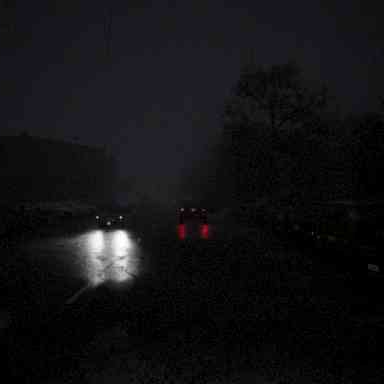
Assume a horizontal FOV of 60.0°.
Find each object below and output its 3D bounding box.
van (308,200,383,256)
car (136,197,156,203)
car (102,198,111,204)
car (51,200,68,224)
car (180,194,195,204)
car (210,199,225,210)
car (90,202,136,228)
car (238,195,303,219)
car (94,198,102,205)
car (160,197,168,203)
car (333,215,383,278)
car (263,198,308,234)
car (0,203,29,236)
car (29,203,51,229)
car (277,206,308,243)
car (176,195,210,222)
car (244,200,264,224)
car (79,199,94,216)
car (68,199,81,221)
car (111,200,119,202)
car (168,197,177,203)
[{"bbox_3d":[6.508,1.264,11.389,4.442,1.987,1.878,1,0,-20],"label":"van"},{"bbox_3d":[-12.762,2.248,91.887,2.033,1.411,5.357,-1,-1,-35],"label":"car"},{"bbox_3d":[-11.419,1.529,34.841,4.892,1.521,2.231,-1,0,-20],"label":"car"},{"bbox_3d":[-11.423,1.508,23.109,4.892,1.521,2.231,-1,0,-20],"label":"car"},{"bbox_3d":[-1.006,1.505,70.429,2.435,2.045,5.566,0,-1,-7],"label":"car"},{"bbox_3d":[2.552,1.592,42.970,1.994,1.385,4.181,0,1,34],"label":"car"},{"bbox_3d":[-5.087,1.620,22.578,1.895,1.301,4.718,0,0,0],"label":"car"},{"bbox_3d":[6.380,1.260,26.052,5.566,2.045,2.435,1,0,-20],"label":"car"},{"bbox_3d":[-11.414,1.562,31.908,4.674,1.452,2.002,-1,0,-20],"label":"car"},{"bbox_3d":[-5.664,2.032,86.887,2.097,1.535,5.008,-1,-1,-27],"label":"car"},{"bbox_3d":[6.391,1.486,8.400,4.892,1.521,2.231,1,0,-20],"label":"car"},{"bbox_3d":[6.374,1.370,17.222,4.553,1.767,2.185,1,0,-20],"label":"car"},{"bbox_3d":[-11.420,1.497,17.236,4.892,1.521,2.231,-1,0,-20],"label":"car"},{"bbox_3d":[-11.385,1.531,20.183,4.792,1.488,2.163,-1,0,-20],"label":"car"},{"bbox_3d":[6.427,1.522,14.299,4.792,1.488,2.163,1,0,-20],"label":"car"},{"bbox_3d":[0.092,1.379,26.815,2.097,1.767,4.553,0,0,0],"label":"car"},{"bbox_3d":[6.427,1.536,23.134,4.792,1.488,2.163,1,0,-20],"label":"car"},{"bbox_3d":[-11.584,1.516,28.904,5.366,1.575,1.946,-1,0,-20],"label":"car"},{"bbox_3d":[-11.415,1.552,26.039,4.674,1.452,2.002,-1,0,-20],"label":"car"},{"bbox_3d":[-11.408,1.539,40.704,4.892,1.521,2.231,-1,0,-20],"label":"car"},{"bbox_3d":[-3.459,1.943,81.588,2.231,1.521,4.892,0,0,-18],"label":"car"}]
